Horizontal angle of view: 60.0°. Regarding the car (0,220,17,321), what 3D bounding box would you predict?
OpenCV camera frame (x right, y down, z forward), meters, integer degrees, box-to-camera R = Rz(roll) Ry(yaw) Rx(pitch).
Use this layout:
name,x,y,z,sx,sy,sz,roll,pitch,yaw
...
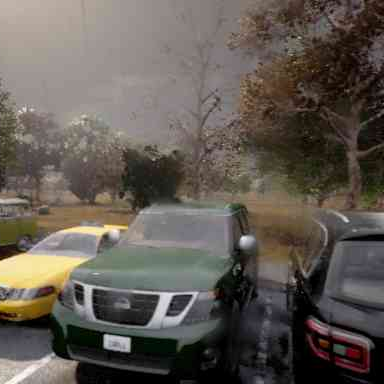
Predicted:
name,x,y,z,sx,sy,sz,roll,pitch,yaw
car,-2.467,1.467,7.620,1.946,1.575,5.366,1,-1,15

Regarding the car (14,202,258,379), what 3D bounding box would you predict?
name,x,y,z,sx,sy,sz,roll,pitch,yaw
car,-0.022,1.226,6.057,2.435,2.045,5.566,1,-1,15

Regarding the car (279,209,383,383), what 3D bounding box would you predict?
name,x,y,z,sx,sy,sz,roll,pitch,yaw
car,2.392,1.232,4.399,2.435,2.045,5.566,0,-1,16

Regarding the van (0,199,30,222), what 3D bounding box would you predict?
name,x,y,z,sx,sy,sz,roll,pitch,yaw
van,-7.234,1.234,11.342,1.878,1.987,4.442,0,-1,15
